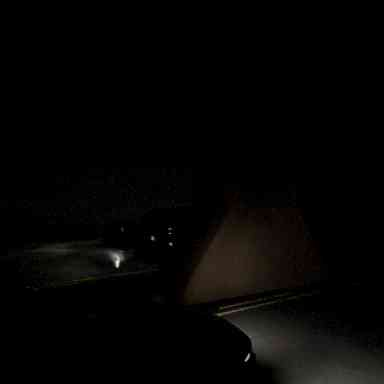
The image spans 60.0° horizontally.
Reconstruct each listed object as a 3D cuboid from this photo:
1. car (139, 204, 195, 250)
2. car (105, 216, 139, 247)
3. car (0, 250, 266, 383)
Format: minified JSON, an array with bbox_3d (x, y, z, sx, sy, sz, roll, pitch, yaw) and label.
[{"bbox_3d":[1.091,1.226,12.607,5.566,2.045,2.150,0,0,-29],"label":"car"},{"bbox_3d":[-1.395,1.471,15.165,5.008,1.535,1.882,0,0,-29],"label":"car"},{"bbox_3d":[-1.507,1.518,2.524,4.674,1.442,1.812,0,0,-35],"label":"car"}]
